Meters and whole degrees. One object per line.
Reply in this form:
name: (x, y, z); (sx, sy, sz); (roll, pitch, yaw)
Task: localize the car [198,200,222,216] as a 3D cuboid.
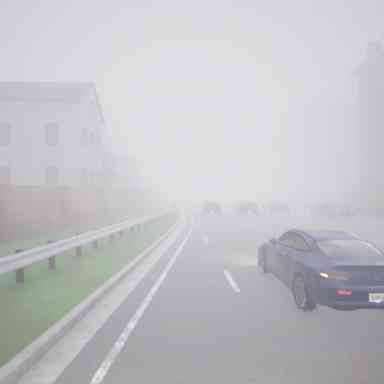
car: (1.768, 1.509, 32.546); (1.837, 1.490, 4.892); (0, 0, -3)

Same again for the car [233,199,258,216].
car: (5.247, 1.514, 33.097); (1.837, 1.490, 4.892); (0, 0, -3)

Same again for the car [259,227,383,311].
car: (2.886, 1.530, 7.651); (1.812, 1.442, 4.674); (0, 0, -3)

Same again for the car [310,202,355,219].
car: (12.406, 1.565, 29.698); (2.033, 1.411, 5.357); (0, 0, -3)

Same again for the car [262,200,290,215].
car: (8.691, 1.539, 34.410); (1.812, 1.442, 4.674); (0, 0, -3)
